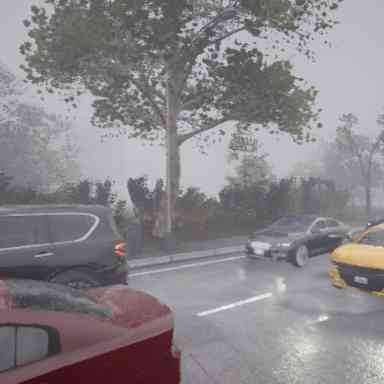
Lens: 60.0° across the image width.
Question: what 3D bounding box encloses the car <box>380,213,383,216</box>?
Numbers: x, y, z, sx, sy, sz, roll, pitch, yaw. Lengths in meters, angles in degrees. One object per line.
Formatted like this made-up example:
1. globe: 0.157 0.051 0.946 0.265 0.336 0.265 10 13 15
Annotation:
1. car: 11.417 1.818 18.586 4.718 1.301 1.895 1 -1 -45

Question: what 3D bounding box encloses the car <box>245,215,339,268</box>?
1. car: 3.924 1.588 11.785 4.902 1.511 2.128 1 -1 -40

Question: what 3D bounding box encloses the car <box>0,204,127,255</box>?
1. car: -3.817 1.261 5.604 5.566 2.045 2.150 0 0 -35

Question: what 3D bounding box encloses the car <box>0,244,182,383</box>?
1. car: -2.416 1.497 2.335 5.008 1.535 1.882 0 0 -37

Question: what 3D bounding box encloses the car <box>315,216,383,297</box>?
1. car: 5.346 1.543 8.408 5.008 1.535 1.882 1 -1 -40
